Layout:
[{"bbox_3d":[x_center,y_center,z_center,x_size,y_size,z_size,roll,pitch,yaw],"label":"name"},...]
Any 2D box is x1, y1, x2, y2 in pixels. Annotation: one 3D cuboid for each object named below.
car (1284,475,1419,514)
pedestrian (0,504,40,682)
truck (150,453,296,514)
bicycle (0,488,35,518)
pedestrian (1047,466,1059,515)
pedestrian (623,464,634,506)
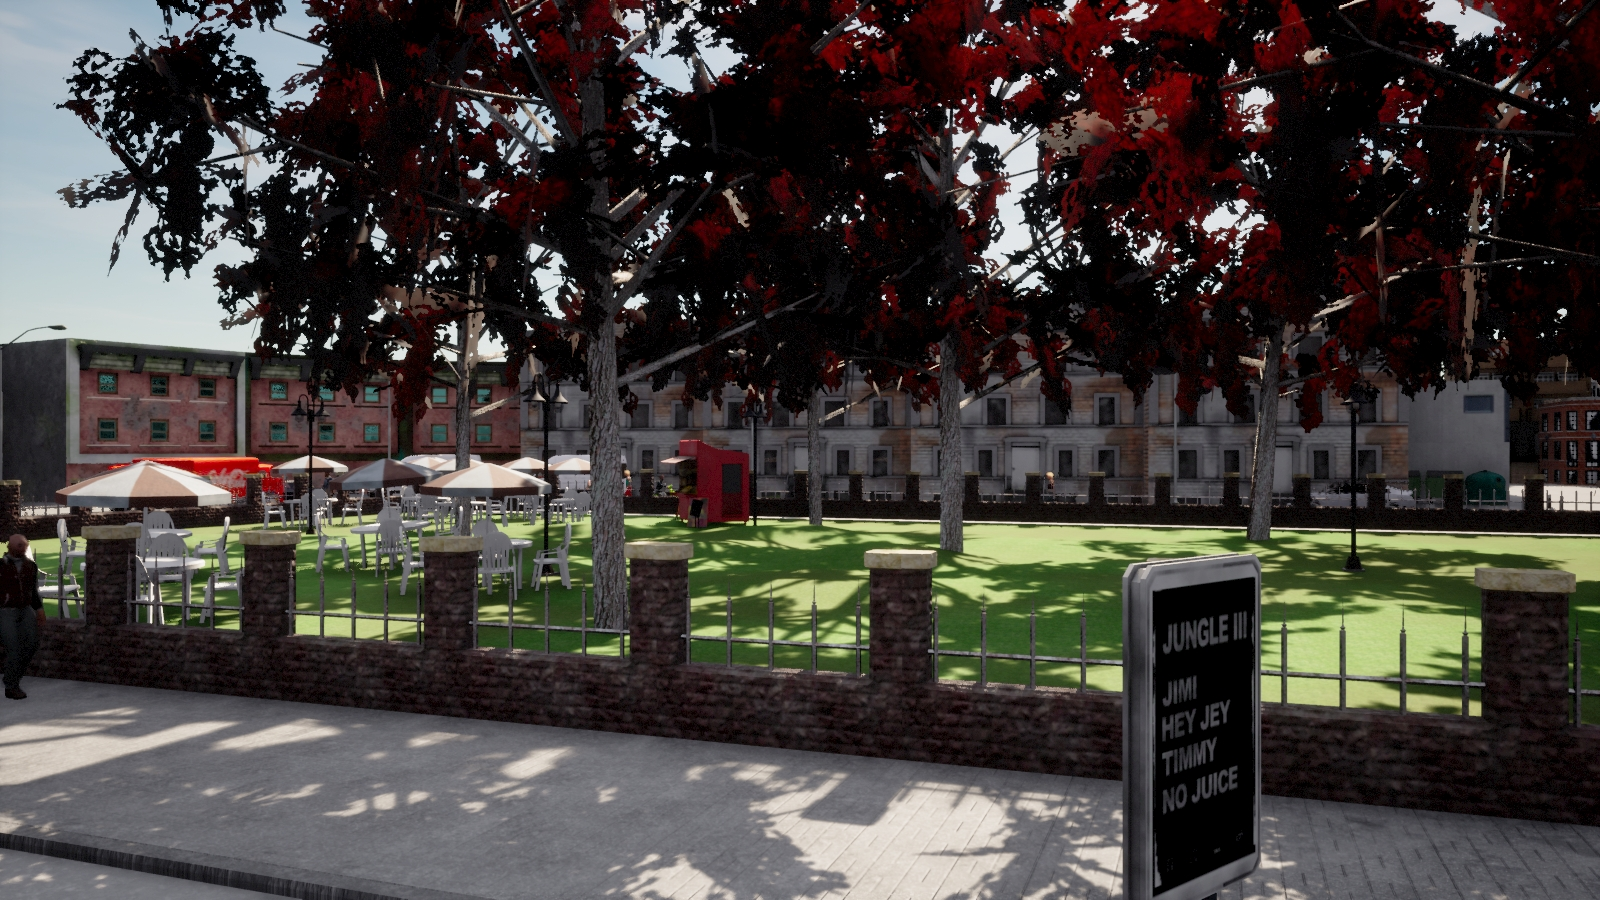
[{"bbox_3d":[23.007,1.841,47.904,4.892,1.480,2.231,0,0,19],"label":"car"},{"bbox_3d":[-8.509,1.523,12.326,0.375,1.860,0.375,0,0,23],"label":"pedestrian"},{"bbox_3d":[-24.589,1.347,48.927,2.627,2.467,5.204,0,0,20],"label":"truck"},{"bbox_3d":[-30.607,2.036,44.178,0.859,1.080,1.487,0,0,20],"label":"bicycle"},{"bbox_3d":[9.619,1.525,43.429,0.375,1.860,0.375,0,0,20],"label":"pedestrian"},{"bbox_3d":[-7.502,1.526,49.996,0.375,1.860,0.375,0,0,2],"label":"pedestrian"}]
